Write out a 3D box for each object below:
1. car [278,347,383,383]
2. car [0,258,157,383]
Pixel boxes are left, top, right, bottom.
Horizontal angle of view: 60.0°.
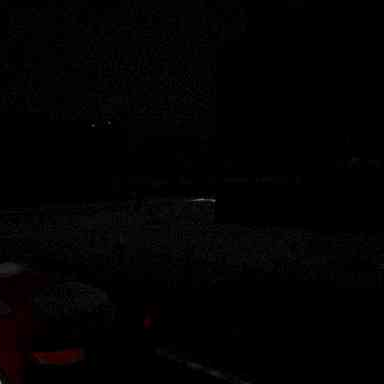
[{"bbox_3d":[2.105,1.440,1.303,4.097,1.590,1.967,0,0,35],"label":"car"},{"bbox_3d":[-2.345,1.586,4.478,4.206,1.307,1.802,0,0,35],"label":"car"}]
